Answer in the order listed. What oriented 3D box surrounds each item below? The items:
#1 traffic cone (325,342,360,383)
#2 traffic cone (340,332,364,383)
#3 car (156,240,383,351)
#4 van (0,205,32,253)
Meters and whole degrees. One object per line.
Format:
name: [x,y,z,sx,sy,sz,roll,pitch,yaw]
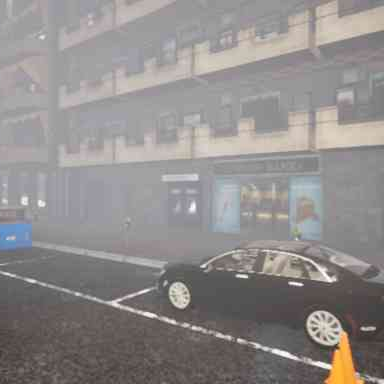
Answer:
traffic cone: [1.526,1.958,3.495,0.340,0.580,0.340,0,0,35]
traffic cone: [1.794,1.958,3.922,0.340,0.580,0.340,0,0,42]
car: [1.306,1.555,6.064,4.403,1.369,2.008,0,0,35]
van: [-7.687,1.354,12.477,3.998,1.788,1.690,0,0,36]
